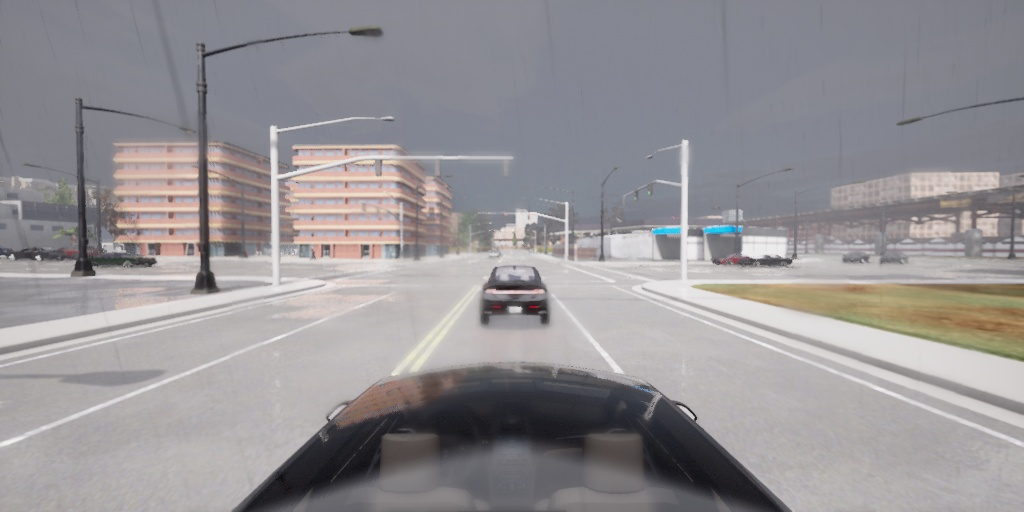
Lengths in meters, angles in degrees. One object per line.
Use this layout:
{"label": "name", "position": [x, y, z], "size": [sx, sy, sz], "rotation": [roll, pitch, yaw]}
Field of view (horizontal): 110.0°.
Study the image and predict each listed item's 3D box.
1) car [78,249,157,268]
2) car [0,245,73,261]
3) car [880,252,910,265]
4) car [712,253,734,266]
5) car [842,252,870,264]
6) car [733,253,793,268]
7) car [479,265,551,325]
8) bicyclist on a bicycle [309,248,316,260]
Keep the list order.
{"label": "car", "position": [-33.400, 0.348, 30.653], "size": [4.718, 1.301, 1.895], "rotation": [1, 1, 1]}
{"label": "car", "position": [-50.462, -0.225, 38.120], "size": [4.892, 1.490, 1.837], "rotation": [1, 1, 2]}
{"label": "car", "position": [46.129, 0.253, 43.181], "size": [4.892, 1.490, 1.837], "rotation": [0, 1, -33]}
{"label": "car", "position": [24.634, 0.393, 39.852], "size": [4.181, 1.385, 1.994], "rotation": [0, 1, -4]}
{"label": "car", "position": [44.450, 0.189, 46.244], "size": [4.892, 1.490, 1.837], "rotation": [-1, 1, -34]}
{"label": "car", "position": [25.551, 0.513, 36.345], "size": [4.718, 1.301, 1.895], "rotation": [0, 1, -5]}
{"label": "car", "position": [0.079, 1.020, 10.864], "size": [2.128, 1.511, 4.902], "rotation": [0, 1, 0]}
{"label": "bicyclist on a bicycle", "position": [-26.162, -0.231, 46.989], "size": [0.582, 1.620, 1.656], "rotation": [1, 2, 1]}
